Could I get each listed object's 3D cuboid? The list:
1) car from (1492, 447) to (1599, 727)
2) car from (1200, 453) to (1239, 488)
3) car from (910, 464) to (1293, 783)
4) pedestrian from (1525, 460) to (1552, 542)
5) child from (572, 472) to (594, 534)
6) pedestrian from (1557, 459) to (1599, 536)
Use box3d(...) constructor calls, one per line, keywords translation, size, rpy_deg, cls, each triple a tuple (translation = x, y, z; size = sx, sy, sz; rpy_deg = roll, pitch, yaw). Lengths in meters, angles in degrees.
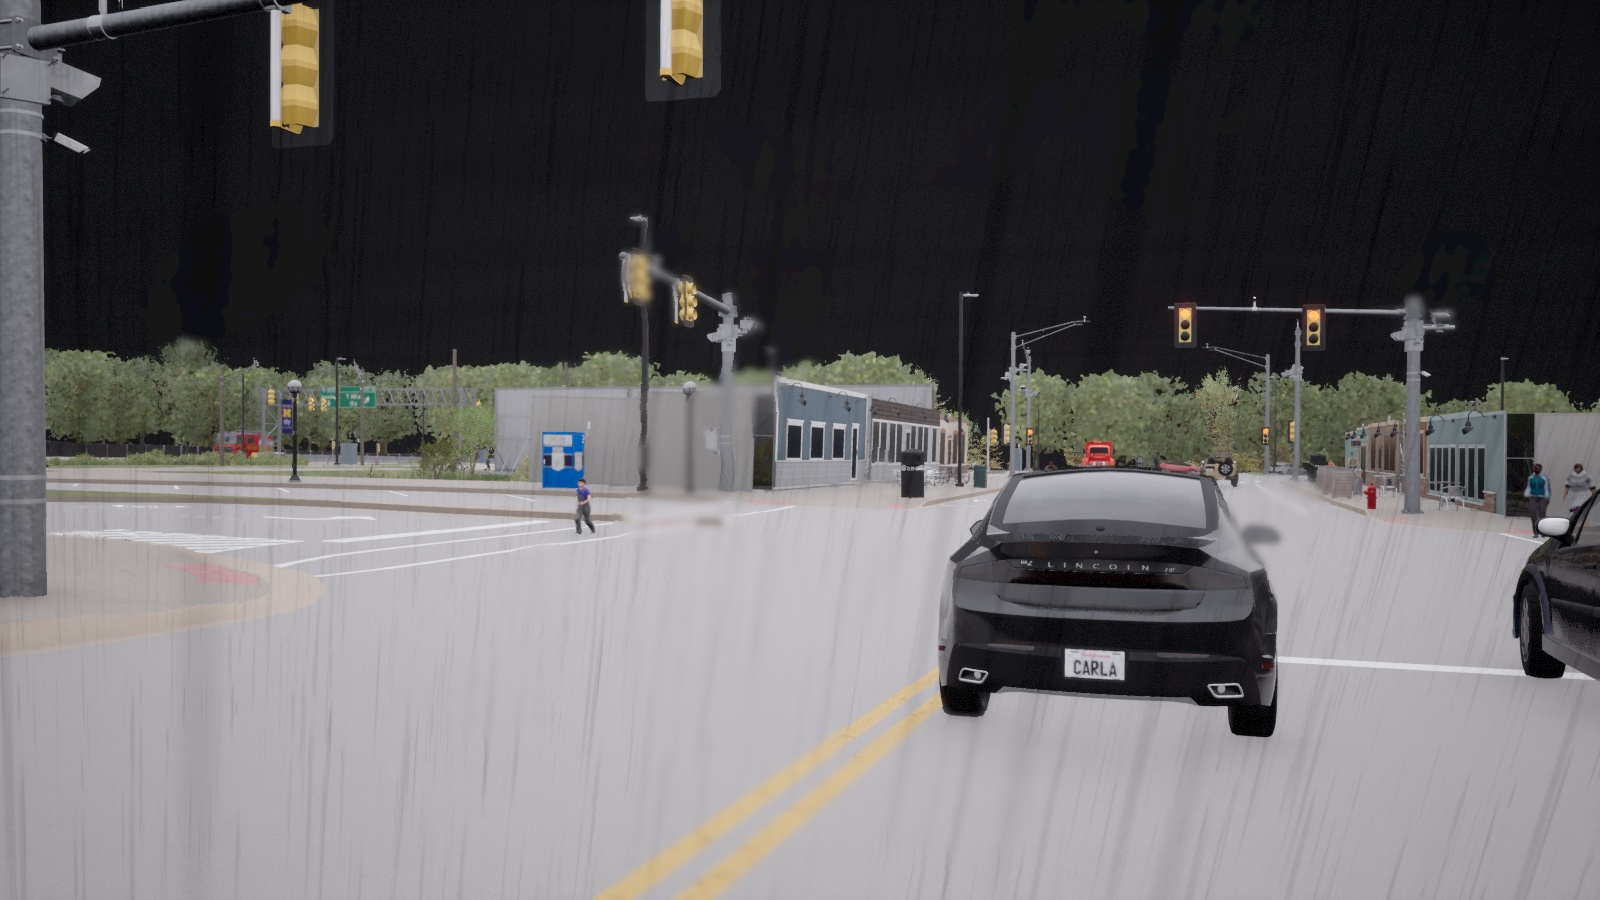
box3d(translation=(5.806, 0.822, 7.885), size=(1.851, 1.617, 3.988), rpy_deg=(1, -1, 18), cls="car")
box3d(translation=(23.177, 1.103, 69.483), size=(1.932, 1.855, 4.605), rpy_deg=(1, 0, 17), cls="car")
box3d(translation=(2.155, 0.886, 8.577), size=(1.837, 1.490, 4.892), rpy_deg=(1, -1, 17), cls="car")
box3d(translation=(17.655, 1.210, 30.027), size=(0.396, 1.930, 0.692), rpy_deg=(1, 1, 43), cls="pedestrian")
box3d(translation=(-4.551, 1.106, 26.352), size=(0.270, 1.263, 0.437), rpy_deg=(1, 1, 19), cls="child")
box3d(translation=(20.445, 1.231, 32.933), size=(0.873, 1.952, 0.659), rpy_deg=(0, 1, -29), cls="pedestrian")
